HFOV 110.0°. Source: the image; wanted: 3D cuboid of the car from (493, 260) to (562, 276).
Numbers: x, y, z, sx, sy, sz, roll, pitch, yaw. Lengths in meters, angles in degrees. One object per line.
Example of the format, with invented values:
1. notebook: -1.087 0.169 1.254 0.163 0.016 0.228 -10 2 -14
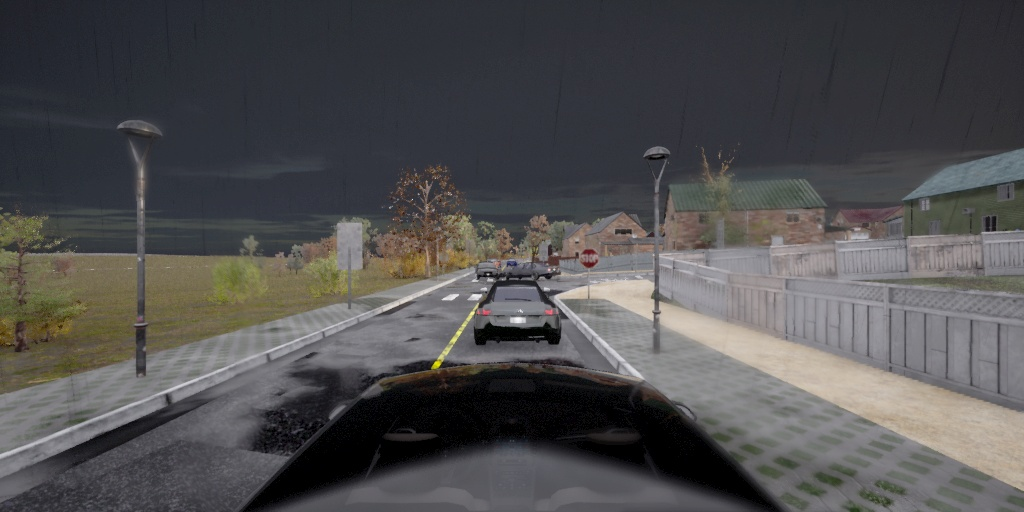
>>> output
1. car: 1.325 1.198 28.522 5.357 1.411 2.033 -4 -3 43

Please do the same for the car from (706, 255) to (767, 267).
1. car: 14.378 0.413 22.904 4.181 1.385 1.994 -3 0 16

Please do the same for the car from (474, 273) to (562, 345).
1. car: 0.099 1.313 9.506 1.994 1.385 4.181 0 0 -1

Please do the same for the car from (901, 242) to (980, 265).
1. car: 23.880 -0.208 20.486 4.902 1.511 2.128 -3 0 14

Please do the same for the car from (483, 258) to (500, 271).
1. car: -2.869 1.121 51.249 2.097 1.767 4.553 0 0 1

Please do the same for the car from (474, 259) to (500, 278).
1. car: -2.264 1.258 31.431 1.837 1.490 4.892 0 0 -8
